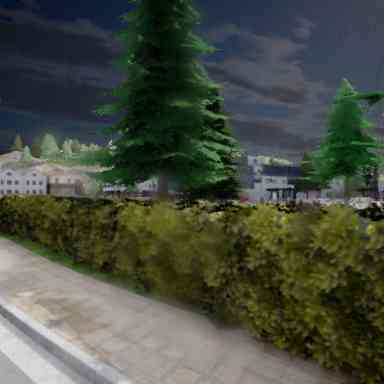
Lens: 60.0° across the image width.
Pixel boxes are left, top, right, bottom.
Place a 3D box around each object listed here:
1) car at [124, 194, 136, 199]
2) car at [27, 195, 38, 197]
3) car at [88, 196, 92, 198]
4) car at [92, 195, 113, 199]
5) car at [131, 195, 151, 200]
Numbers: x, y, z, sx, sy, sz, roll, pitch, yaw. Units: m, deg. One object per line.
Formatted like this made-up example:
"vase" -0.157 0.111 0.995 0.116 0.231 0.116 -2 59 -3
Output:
"car" -11.982 1.488 73.746 4.605 1.855 1.932 0 0 -40
"car" -37.698 1.536 76.952 4.605 1.855 1.932 0 0 -40
"car" -26.625 1.726 90.337 3.806 1.475 1.970 0 0 -40
"car" -22.292 1.618 85.594 5.027 1.636 2.152 0 0 -40
"car" -7.882 1.685 56.899 3.806 1.475 1.970 0 0 -40
